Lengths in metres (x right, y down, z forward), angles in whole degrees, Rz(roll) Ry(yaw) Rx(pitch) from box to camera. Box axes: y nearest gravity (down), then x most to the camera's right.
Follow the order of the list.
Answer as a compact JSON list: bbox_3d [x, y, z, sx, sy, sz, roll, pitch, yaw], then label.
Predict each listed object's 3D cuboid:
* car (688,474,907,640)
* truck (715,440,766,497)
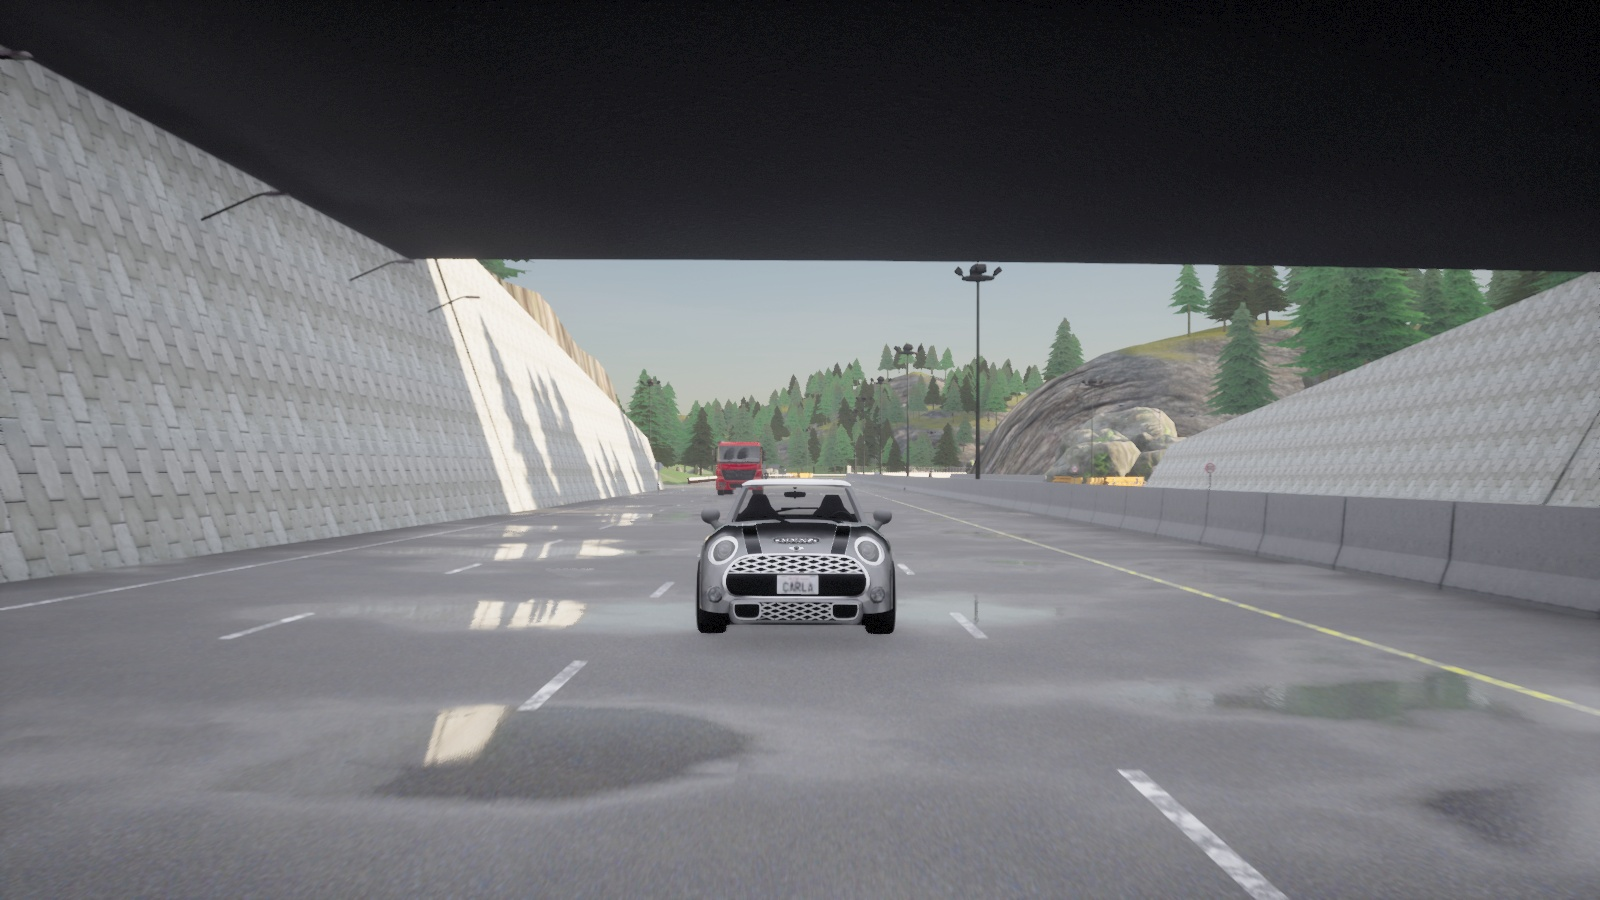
[{"bbox_3d":[-0.030,1.002,13.226,1.970,1.475,3.806,0,-1,0],"label":"car"},{"bbox_3d":[-3.763,1.205,81.088,2.891,3.462,7.936,0,-1,0],"label":"truck"}]
